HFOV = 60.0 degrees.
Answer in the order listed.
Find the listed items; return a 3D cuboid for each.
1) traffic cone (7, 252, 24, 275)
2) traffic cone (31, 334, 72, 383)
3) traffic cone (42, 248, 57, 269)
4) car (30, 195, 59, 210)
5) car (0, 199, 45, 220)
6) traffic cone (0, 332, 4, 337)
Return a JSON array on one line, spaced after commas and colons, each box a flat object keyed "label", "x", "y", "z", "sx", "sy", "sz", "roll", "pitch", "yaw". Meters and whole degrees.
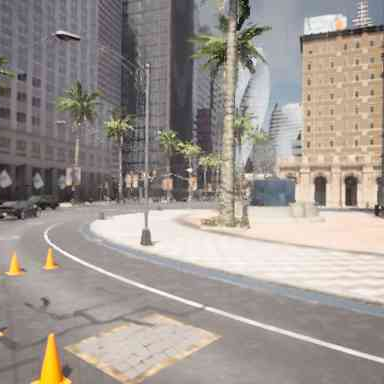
[{"label": "traffic cone", "x": -4.956, "y": 1.983, "z": 9.327, "sx": 0.340, "sy": 0.580, "sz": 0.340, "roll": 0, "pitch": -1, "yaw": 40}, {"label": "traffic cone", "x": -1.660, "y": 1.975, "z": 3.929, "sx": 0.340, "sy": 0.580, "sz": 0.340, "roll": 0, "pitch": -1, "yaw": 40}, {"label": "traffic cone", "x": -4.311, "y": 1.997, "z": 10.091, "sx": 0.340, "sy": 0.580, "sz": 0.340, "roll": 0, "pitch": -1, "yaw": 40}, {"label": "car", "x": -19.892, "y": 1.474, "z": 43.452, "sx": 2.150, "sy": 2.045, "sz": 5.566, "roll": 0, "pitch": 0, "yaw": 20}, {"label": "car", "x": -15.148, "y": 1.587, "z": 29.349, "sx": 1.837, "sy": 1.490, "sz": 4.892, "roll": 0, "pitch": -1, "yaw": -1}, {"label": "traffic cone", "x": -3.188, "y": 1.969, "z": 5.218, "sx": 0.340, "sy": 0.580, "sz": 0.340, "roll": 0, "pitch": -1, "yaw": 40}]
